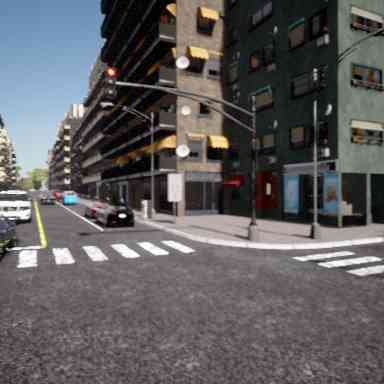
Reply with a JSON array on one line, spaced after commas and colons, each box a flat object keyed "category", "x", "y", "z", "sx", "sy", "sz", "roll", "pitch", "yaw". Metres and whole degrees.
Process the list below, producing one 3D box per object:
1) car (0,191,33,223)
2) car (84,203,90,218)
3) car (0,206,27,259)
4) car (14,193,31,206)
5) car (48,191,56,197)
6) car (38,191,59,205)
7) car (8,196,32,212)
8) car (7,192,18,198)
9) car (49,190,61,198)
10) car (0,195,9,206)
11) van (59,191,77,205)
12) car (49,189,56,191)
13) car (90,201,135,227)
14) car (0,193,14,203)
[{"category": "car", "x": -12.067, "y": 0.968, "z": 22.468, "sx": 2.150, "sy": 2.045, "sz": 5.566, "roll": 0, "pitch": 1, "yaw": -25}, {"category": "car", "x": -7.279, "y": 1.319, "z": 25.868, "sx": 1.802, "sy": 1.307, "sz": 4.206, "roll": 1, "pitch": 0, "yaw": -26}, {"category": "car", "x": -7.185, "y": 1.462, "z": 11.195, "sx": 2.033, "sy": 1.411, "sz": 5.357, "roll": 0, "pitch": 2, "yaw": -19}, {"category": "car", "x": -22.249, "y": 0.976, "z": 43.856, "sx": 1.837, "sy": 1.490, "sz": 4.892, "roll": 0, "pitch": 0, "yaw": -26}, {"category": "car", "x": -36.306, "y": 0.479, "z": 86.273, "sx": 1.752, "sy": 1.417, "sz": 4.829, "roll": 1, "pitch": 0, "yaw": -26}, {"category": "car", "x": -19.879, "y": 0.953, "z": 45.851, "sx": 2.128, "sy": 1.511, "sz": 4.902, "roll": 0, "pitch": 1, "yaw": -26}, {"category": "car", "x": -17.402, "y": 1.166, "z": 33.735, "sx": 1.994, "sy": 1.385, "sz": 4.181, "roll": 0, "pitch": 1, "yaw": -25}, {"category": "car", "x": -38.978, "y": 0.629, "z": 72.484, "sx": 1.887, "sy": 1.381, "sz": 4.507, "roll": 1, "pitch": 0, "yaw": -26}, {"category": "car", "x": -31.403, "y": 0.400, "z": 76.076, "sx": 2.192, "sy": 1.841, "sz": 5.009, "roll": 1, "pitch": 0, "yaw": -26}, {"category": "car", "x": -24.501, "y": 1.040, "z": 42.358, "sx": 1.947, "sy": 1.339, "sz": 4.313, "roll": 1, "pitch": 0, "yaw": -26}, {"category": "van", "x": -16.927, "y": 0.817, "z": 45.952, "sx": 1.690, "sy": 1.788, "sz": 3.998, "roll": 1, "pitch": 0, "yaw": -26}, {"category": "car", "x": -28.991, "y": 0.465, "z": 71.056, "sx": 2.192, "sy": 1.841, "sz": 5.009, "roll": 1, "pitch": 0, "yaw": -26}, {"category": "car", "x": -4.866, "y": 1.369, "z": 20.847, "sx": 1.947, "sy": 1.339, "sz": 4.313, "roll": 1, "pitch": 0, "yaw": -26}, {"category": "car", "x": -29.327, "y": 0.910, "z": 52.400, "sx": 1.947, "sy": 1.339, "sz": 4.313, "roll": 1, "pitch": 0, "yaw": -26}]
